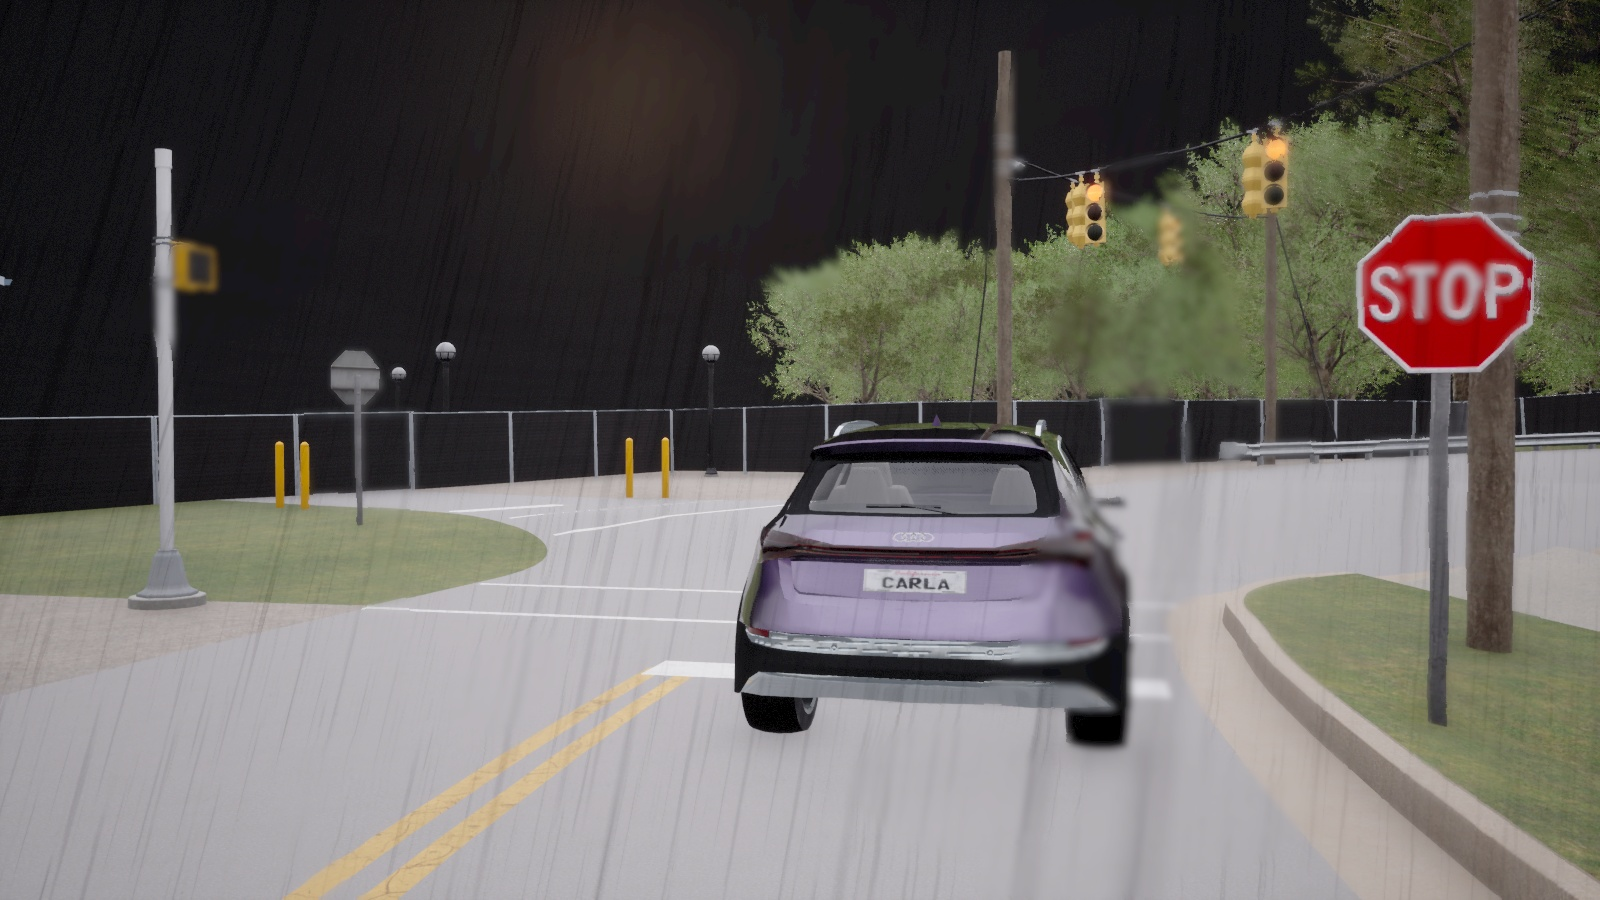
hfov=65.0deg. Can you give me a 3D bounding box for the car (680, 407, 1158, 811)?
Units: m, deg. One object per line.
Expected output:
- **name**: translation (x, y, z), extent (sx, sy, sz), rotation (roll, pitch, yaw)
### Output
- **car**: translation (0.983, 0.633, 7.710), extent (2.033, 1.649, 4.856), rotation (0, 0, 12)
